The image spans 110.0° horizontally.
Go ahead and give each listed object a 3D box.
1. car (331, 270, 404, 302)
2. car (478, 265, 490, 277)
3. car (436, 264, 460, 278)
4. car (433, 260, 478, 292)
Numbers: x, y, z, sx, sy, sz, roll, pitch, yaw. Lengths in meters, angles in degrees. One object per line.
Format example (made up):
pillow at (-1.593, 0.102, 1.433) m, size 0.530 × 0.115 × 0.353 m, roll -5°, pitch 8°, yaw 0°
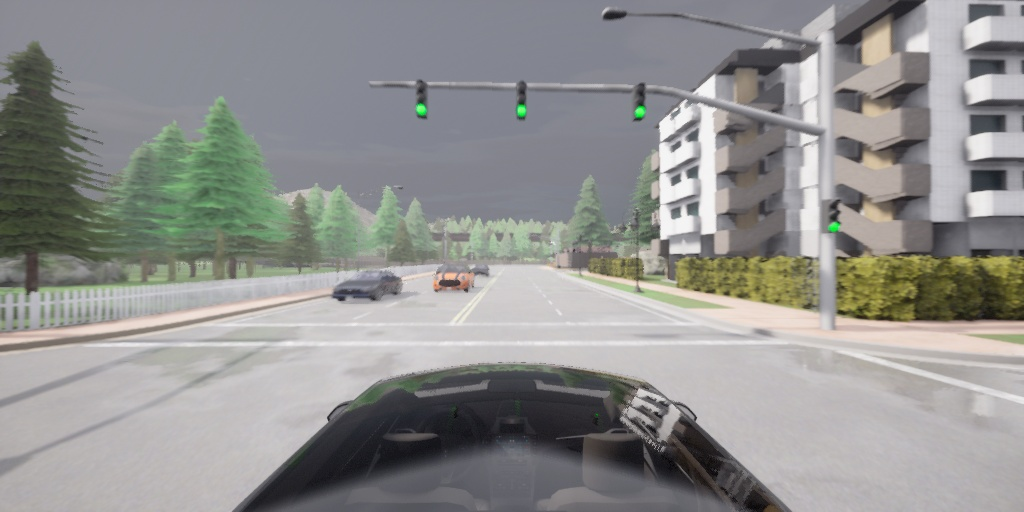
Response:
car at (-7.093, 1.447, 18.288) m, size 2.033 × 1.411 × 5.357 m, roll 0°, pitch -1°, yaw 0°
car at (-3.487, 1.698, 41.316) m, size 2.033 × 1.411 × 5.357 m, roll 0°, pitch -1°, yaw 0°
car at (-7.006, 1.602, 39.772) m, size 1.837 × 1.490 × 4.892 m, roll 0°, pitch -1°, yaw 0°
car at (-3.589, 1.293, 22.771) m, size 2.097 × 1.767 × 4.553 m, roll 0°, pitch -1°, yaw 0°
